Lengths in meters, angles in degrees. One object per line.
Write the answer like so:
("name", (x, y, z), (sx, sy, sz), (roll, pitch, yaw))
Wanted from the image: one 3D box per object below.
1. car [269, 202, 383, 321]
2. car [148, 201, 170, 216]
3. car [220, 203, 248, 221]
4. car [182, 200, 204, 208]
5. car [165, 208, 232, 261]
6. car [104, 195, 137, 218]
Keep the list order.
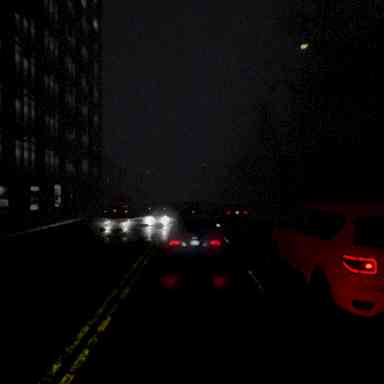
("car", (3.315, 1.234, 7.420), (2.150, 2.045, 5.566), (0, 0, 0))
("car", (-3.325, 1.640, 33.727), (1.895, 1.301, 4.718), (0, 0, 0))
("car", (3.352, 1.579, 27.111), (2.033, 1.411, 5.357), (0, 0, 0))
("car", (0.110, 1.527, 31.099), (2.128, 1.511, 4.902), (0, 0, 0))
("car", (0.092, 1.562, 12.366), (2.033, 1.411, 5.357), (0, 0, 0))
("car", (-6.581, 1.259, 31.211), (2.150, 2.045, 5.566), (0, 0, 0))
